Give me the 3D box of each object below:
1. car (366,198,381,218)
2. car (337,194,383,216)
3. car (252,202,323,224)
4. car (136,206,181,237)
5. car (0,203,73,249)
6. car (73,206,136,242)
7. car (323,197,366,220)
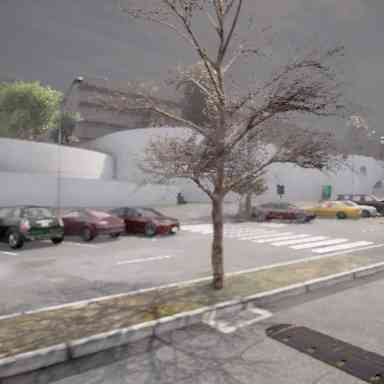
[{"bbox_3d":[14.249,1.535,30.414,4.674,1.452,2.002,-1,-1,35],"label":"car"},{"bbox_3d":[16.724,1.238,32.143,5.566,2.045,2.435,-1,-1,35],"label":"car"},{"bbox_3d":[6.938,1.530,25.170,4.792,1.488,2.163,-1,-1,35],"label":"car"},{"bbox_3d":[-2.842,1.527,18.207,4.792,1.488,2.163,-1,-1,35],"label":"car"},{"bbox_3d":[-7.721,1.370,14.730,4.553,1.767,2.185,-1,-1,34],"label":"car"},{"bbox_3d":[-5.313,1.537,16.473,4.674,1.452,2.002,-1,-1,35],"label":"car"},{"bbox_3d":[11.649,1.499,28.767,5.366,1.575,1.946,-1,0,35],"label":"car"}]
